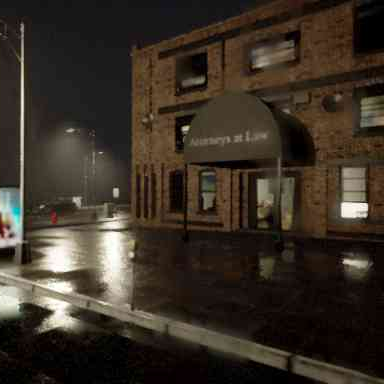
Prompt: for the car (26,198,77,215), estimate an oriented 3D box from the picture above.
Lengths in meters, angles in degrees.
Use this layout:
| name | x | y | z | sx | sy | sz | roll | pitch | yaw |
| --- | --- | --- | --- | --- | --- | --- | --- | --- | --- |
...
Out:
| name | x | y | z | sx | sy | sz | roll | pitch | yaw |
| --- | --- | --- | --- | --- | --- | --- | --- | --- | --- |
| car | -14.877 | 1.452 | 36.038 | 2.097 | 1.767 | 4.553 | 0 | 1 | 36 |
